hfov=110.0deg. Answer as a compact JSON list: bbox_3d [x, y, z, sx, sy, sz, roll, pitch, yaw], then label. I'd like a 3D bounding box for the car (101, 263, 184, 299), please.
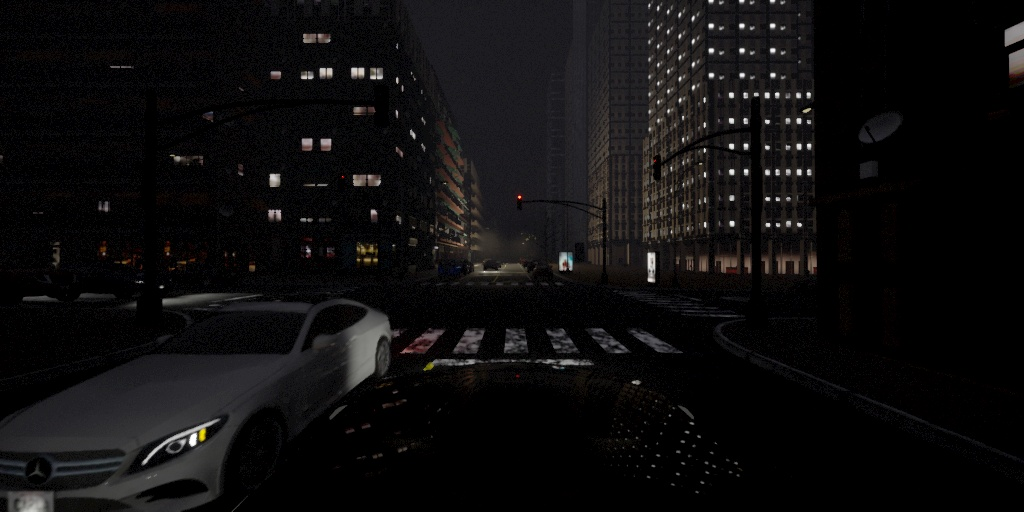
[{"bbox_3d":[-17.581,1.033,15.604,4.674,1.442,1.812,1,0,0],"label":"car"}]

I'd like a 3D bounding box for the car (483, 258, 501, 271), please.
[{"bbox_3d":[-2.880,1.300,48.811,1.812,1.442,4.674,0,0,0],"label":"car"}]

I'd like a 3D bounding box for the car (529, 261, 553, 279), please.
[{"bbox_3d":[2.770,1.343,32.481,1.802,1.307,4.207,0,0,0],"label":"car"}]

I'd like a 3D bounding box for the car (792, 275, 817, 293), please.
[{"bbox_3d":[19.444,1.644,21.670,4.403,1.370,2.007,0,0,0],"label":"car"}]

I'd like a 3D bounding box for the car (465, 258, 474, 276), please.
[{"bbox_3d":[-5.597,1.079,38.032,2.192,1.841,5.009,0,0,0],"label":"car"}]

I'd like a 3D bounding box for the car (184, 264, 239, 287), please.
[{"bbox_3d":[-18.744,1.104,21.363,4.313,1.339,1.948,0,0,0],"label":"car"}]

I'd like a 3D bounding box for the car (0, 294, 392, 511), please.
[{"bbox_3d":[-2.992,1.276,4.566,1.812,1.442,4.674,0,0,0],"label":"car"}]

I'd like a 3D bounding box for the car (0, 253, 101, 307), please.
[{"bbox_3d":[-18.744,0.784,12.983,5.009,1.841,2.192,0,0,0],"label":"car"}]

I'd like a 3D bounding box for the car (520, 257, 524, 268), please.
[{"bbox_3d":[2.840,1.221,60.119,1.967,1.591,4.097,0,0,0],"label":"car"}]

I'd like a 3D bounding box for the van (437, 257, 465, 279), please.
[{"bbox_3d":[-5.611,1.102,32.504,1.690,1.789,3.998,0,0,0],"label":"van"}]

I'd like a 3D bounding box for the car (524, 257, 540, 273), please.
[{"bbox_3d":[2.798,1.208,43.537,1.967,1.591,4.097,0,0,0],"label":"car"}]
